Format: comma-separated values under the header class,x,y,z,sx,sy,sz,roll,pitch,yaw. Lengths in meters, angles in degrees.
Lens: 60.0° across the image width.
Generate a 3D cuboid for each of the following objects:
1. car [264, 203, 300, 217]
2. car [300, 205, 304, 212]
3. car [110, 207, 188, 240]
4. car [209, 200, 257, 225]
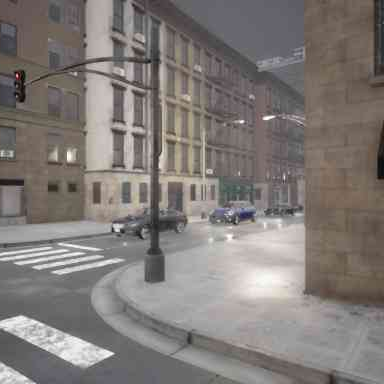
class,x,y,z,sx,sy,sz,roll,pitch,yaw
car,8.910,1.777,33.360,1.895,1.301,4.718,0,0,35
car,14.823,1.832,41.612,1.895,1.301,4.718,0,0,36
car,-2.149,1.568,17.830,2.128,1.511,4.902,0,0,35
car,3.190,1.476,25.349,2.097,1.767,4.553,0,0,36
